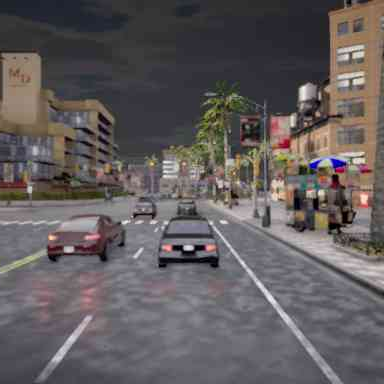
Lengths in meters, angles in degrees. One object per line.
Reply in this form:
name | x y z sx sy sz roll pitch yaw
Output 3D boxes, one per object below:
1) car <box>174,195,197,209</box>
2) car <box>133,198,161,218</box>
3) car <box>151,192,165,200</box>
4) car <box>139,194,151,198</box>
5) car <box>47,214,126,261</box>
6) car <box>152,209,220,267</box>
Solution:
car | -0.513 1.423 34.454 2.128 1.511 4.902 0 0 -1
car | -4.097 1.495 29.327 2.033 1.411 5.357 0 0 -4
car | -8.483 1.204 82.474 2.097 1.767 4.553 0 0 -1
car | -11.973 1.450 81.887 1.895 1.301 4.718 0 0 -1
car | -3.627 1.507 12.028 1.812 1.442 4.674 0 0 -1
car | -0.115 1.524 11.320 2.033 1.411 5.357 0 0 -1
